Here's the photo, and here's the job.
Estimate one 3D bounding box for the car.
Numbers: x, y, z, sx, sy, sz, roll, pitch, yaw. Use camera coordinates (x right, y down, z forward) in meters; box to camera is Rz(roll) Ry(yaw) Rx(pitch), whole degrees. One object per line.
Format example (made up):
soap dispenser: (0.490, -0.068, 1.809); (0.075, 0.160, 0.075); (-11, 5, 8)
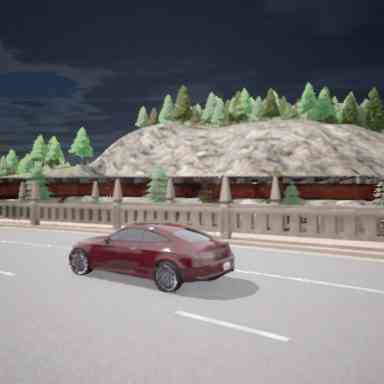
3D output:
car: (-1.171, 1.489, 8.689); (4.674, 1.442, 1.812); (0, 0, 32)
